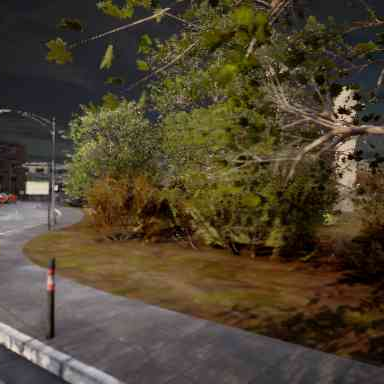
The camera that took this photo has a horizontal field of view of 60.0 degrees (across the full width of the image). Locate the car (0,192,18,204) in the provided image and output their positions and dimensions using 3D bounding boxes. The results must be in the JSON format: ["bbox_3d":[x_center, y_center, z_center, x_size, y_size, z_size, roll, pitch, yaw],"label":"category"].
[{"bbox_3d":[-26.239,0.753,46.879,2.097,1.767,4.553,1,0,-11],"label":"car"}]
